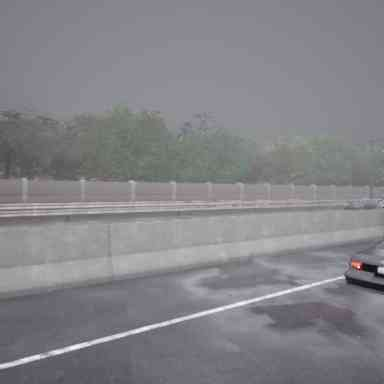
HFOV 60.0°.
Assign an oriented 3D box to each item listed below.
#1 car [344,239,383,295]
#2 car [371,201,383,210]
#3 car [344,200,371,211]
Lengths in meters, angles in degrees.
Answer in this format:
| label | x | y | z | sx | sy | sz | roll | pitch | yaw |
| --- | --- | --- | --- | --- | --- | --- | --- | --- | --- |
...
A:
| label | x | y | z | sx | sy | sz | roll | pitch | yaw |
| --- | --- | --- | --- | --- | --- | --- | --- | --- | --- |
| car | 5.762 | 1.564 | 7.805 | 5.357 | 1.411 | 2.033 | 0 | 0 | -35 |
| car | 22.006 | 1.578 | 36.038 | 5.008 | 1.535 | 1.882 | 0 | 0 | -33 |
| car | 20.092 | 1.645 | 38.978 | 5.357 | 1.411 | 2.033 | 0 | 0 | -33 |
